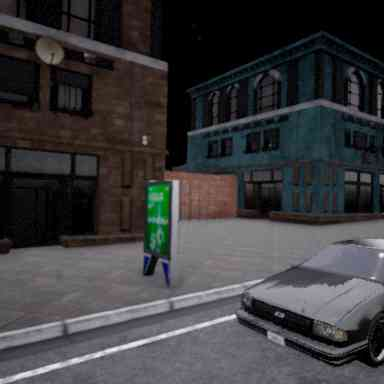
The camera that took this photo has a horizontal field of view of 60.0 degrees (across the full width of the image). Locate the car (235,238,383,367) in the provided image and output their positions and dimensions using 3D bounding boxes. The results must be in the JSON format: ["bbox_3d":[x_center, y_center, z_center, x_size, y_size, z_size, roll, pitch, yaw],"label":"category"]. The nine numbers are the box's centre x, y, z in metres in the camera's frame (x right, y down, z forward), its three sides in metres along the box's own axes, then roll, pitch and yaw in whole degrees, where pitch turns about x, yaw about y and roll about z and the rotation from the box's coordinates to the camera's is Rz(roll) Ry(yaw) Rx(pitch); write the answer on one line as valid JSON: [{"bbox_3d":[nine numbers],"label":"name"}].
[{"bbox_3d":[3.300,1.599,6.040,5.357,1.411,2.033,0,0,-36],"label":"car"}]
